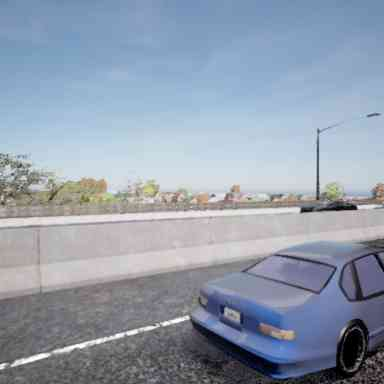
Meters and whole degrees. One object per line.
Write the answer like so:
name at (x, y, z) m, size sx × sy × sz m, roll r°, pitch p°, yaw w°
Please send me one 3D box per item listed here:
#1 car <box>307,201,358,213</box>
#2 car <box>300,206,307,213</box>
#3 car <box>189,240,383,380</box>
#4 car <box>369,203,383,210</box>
car at (13.054, 1.556, 30.191) m, size 5.008 × 1.535 × 1.882 m, roll 0°, pitch 0°, yaw -35°
car at (13.358, 1.691, 34.650) m, size 4.718 × 1.301 × 1.895 m, roll 0°, pitch 0°, yaw -34°
car at (2.539, 1.557, 5.539) m, size 5.357 × 1.411 × 2.033 m, roll 0°, pitch 0°, yaw -35°
car at (17.146, 1.638, 28.763) m, size 5.357 × 1.411 × 2.033 m, roll 0°, pitch 0°, yaw -34°
